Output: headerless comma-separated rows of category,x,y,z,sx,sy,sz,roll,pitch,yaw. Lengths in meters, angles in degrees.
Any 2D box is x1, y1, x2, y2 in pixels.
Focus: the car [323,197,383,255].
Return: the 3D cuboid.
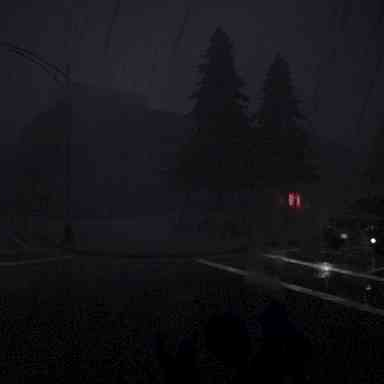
car,7.745,1.248,13.719,5.566,2.045,2.150,0,0,-36
